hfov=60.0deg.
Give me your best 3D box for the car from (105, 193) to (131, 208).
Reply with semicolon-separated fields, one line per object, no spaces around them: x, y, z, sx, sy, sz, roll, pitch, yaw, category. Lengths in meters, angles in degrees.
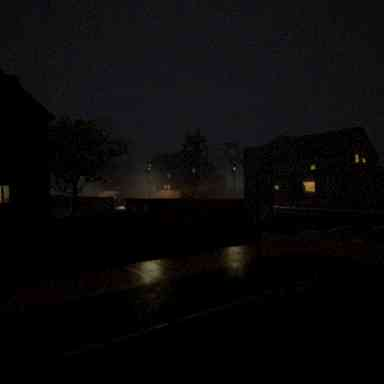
-8.051;0.910;36.745;2.128;1.511;4.902;-2;2;-36;car
